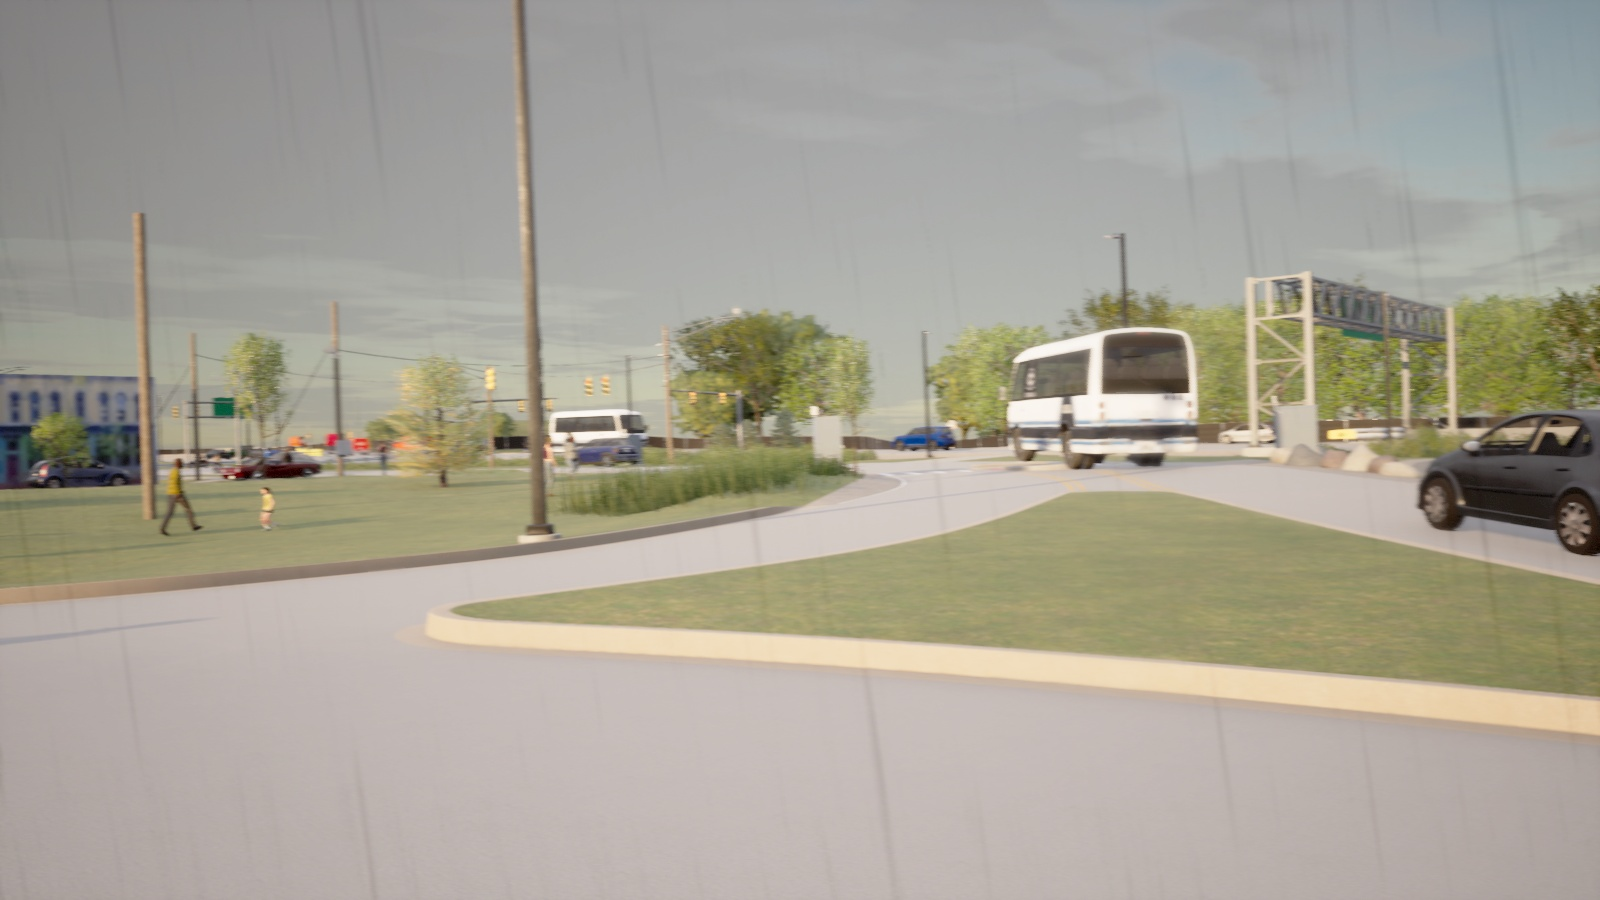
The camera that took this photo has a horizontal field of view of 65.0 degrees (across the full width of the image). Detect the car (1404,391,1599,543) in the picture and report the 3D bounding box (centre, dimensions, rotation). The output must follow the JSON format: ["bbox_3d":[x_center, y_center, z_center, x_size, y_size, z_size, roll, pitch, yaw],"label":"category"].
[{"bbox_3d":[9.401,0.095,15.432,1.851,1.617,3.988,-1,3,-4],"label":"car"}]

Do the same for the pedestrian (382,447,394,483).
[{"bbox_3d":[-21.318,0.779,65.012,0.345,1.836,0.594,-3,0,-35],"label":"pedestrian"}]

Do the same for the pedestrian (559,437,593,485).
[{"bbox_3d":[-8.876,0.437,49.708,0.874,1.855,0.900,-3,-1,-44],"label":"pedestrian"}]

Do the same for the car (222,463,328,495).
[{"bbox_3d":[-27.186,1.506,65.180,1.895,1.301,4.718,-4,0,34],"label":"car"}]

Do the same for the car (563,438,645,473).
[{"bbox_3d":[-11.218,0.321,71.896,4.553,1.767,2.097,-3,0,40],"label":"car"}]

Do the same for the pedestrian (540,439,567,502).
[{"bbox_3d":[-7.416,0.609,37.736,0.345,1.836,0.594,-4,-1,44],"label":"pedestrian"}]

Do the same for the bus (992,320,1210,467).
[{"bbox_3d":[9.759,-1.762,42.473,3.944,4.253,10.273,-2,1,-5],"label":"bus"}]

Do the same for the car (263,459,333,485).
[{"bbox_3d":[-32.422,1.437,81.013,4.792,1.488,2.163,-3,0,41],"label":"car"}]

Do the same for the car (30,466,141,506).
[{"bbox_3d":[-32.948,1.650,58.000,1.851,1.617,3.988,-4,-1,41],"label":"car"}]

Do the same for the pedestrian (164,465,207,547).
[{"bbox_3d":[-14.275,1.296,29.191,0.370,1.835,0.726,-4,0,35],"label":"pedestrian"}]

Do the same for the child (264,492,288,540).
[{"bbox_3d":[-12.373,1.563,29.638,0.255,1.110,0.394,-4,-1,38],"label":"child"}]
